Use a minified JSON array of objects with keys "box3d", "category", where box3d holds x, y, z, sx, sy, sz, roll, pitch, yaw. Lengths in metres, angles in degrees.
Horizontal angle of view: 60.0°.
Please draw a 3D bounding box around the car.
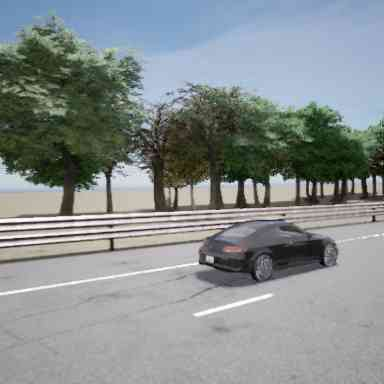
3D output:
[{"box3d":[2.318,1.521,9.696,4.674,1.442,1.812,0,0,-35],"category":"car"}]
